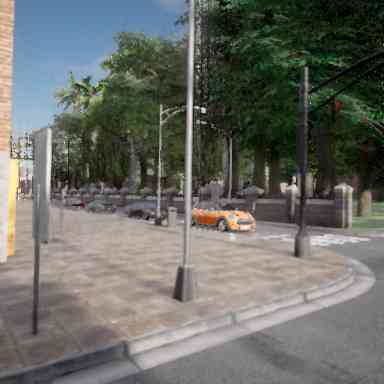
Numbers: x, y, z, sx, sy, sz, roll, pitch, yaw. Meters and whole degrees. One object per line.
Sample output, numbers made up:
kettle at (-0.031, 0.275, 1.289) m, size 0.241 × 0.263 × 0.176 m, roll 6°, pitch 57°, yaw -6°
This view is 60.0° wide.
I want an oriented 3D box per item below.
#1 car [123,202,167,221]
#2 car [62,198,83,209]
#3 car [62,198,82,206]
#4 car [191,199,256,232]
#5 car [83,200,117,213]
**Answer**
car at (-3.872, 1.552, 27.696) m, size 2.033 × 1.411 × 5.357 m, roll 2°, pitch -1°, yaw -36°
car at (-15.608, 1.590, 44.005) m, size 1.895 × 1.301 × 4.718 m, roll 2°, pitch -1°, yaw -35°
car at (-19.740, 1.618, 54.685) m, size 1.895 × 1.301 × 4.718 m, roll 2°, pitch -1°, yaw -36°
car at (1.677, 1.362, 20.042) m, size 2.097 × 1.767 × 4.553 m, roll 2°, pitch -1°, yaw -36°
car at (-9.704, 1.563, 35.771) m, size 1.994 × 1.385 × 4.181 m, roll 2°, pitch -1°, yaw -37°
